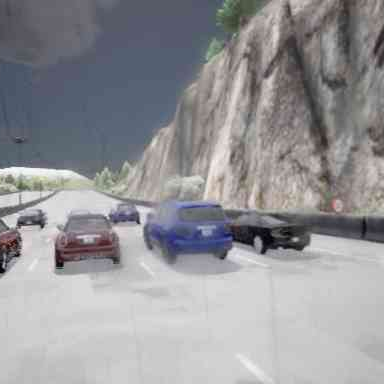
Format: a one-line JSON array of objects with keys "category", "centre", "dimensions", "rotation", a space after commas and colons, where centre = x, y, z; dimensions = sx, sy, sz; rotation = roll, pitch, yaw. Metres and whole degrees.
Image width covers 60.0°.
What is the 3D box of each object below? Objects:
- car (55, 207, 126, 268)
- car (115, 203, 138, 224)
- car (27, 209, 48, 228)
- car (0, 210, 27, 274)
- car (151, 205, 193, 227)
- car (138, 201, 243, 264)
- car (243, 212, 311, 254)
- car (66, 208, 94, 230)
[{"category": "car", "centre": [-4.016, 1.610, 12.712], "dimensions": [2.097, 1.767, 4.553], "rotation": [-1, -1, -19]}, {"category": "car", "centre": [-5.730, 1.744, 27.990], "dimensions": [2.097, 1.767, 4.553], "rotation": [-1, 0, -19]}, {"category": "car", "centre": [-12.567, 2.071, 26.357], "dimensions": [1.812, 1.442, 4.674], "rotation": [-1, 0, -19]}, {"category": "car", "centre": [-7.313, 1.682, 11.539], "dimensions": [2.097, 1.767, 4.553], "rotation": [-1, -1, -19]}, {"category": "car", "centre": [-1.739, 1.843, 27.168], "dimensions": [2.033, 1.411, 5.357], "rotation": [-1, 0, -19]}, {"category": "car", "centre": [-0.388, 1.392, 12.923], "dimensions": [2.150, 2.045, 5.566], "rotation": [-1, 0, -19]}, {"category": "car", "centre": [2.889, 1.575, 14.165], "dimensions": [1.882, 1.535, 5.008], "rotation": [-1, 0, -19]}, {"category": "car", "centre": [-8.845, 2.060, 26.307], "dimensions": [1.895, 1.301, 4.718], "rotation": [-1, 0, -19]}]
